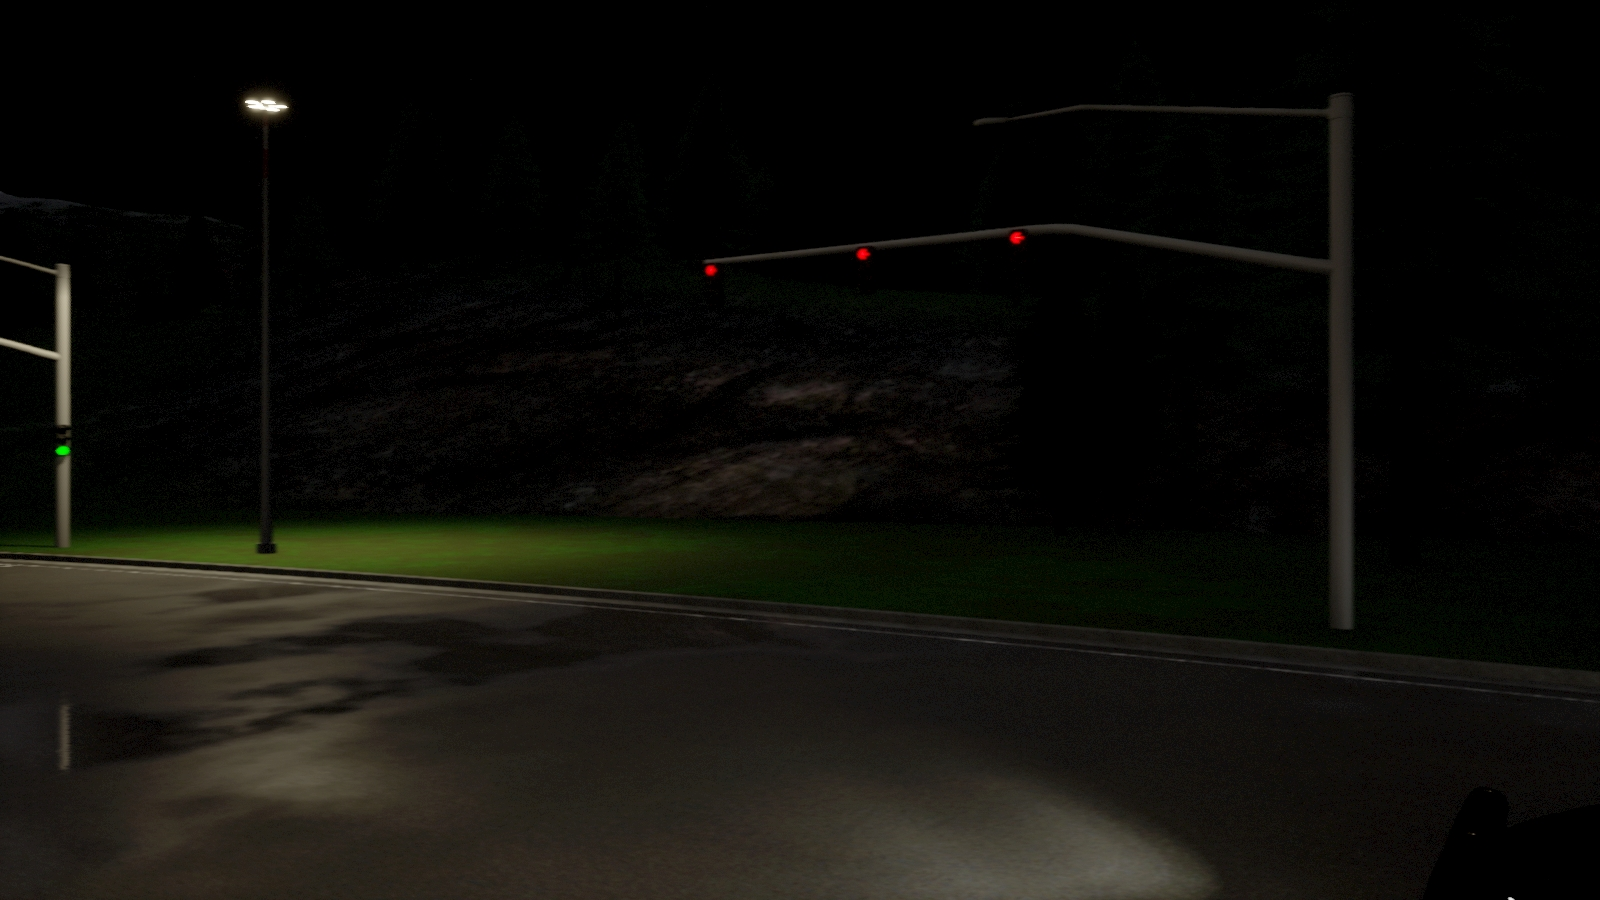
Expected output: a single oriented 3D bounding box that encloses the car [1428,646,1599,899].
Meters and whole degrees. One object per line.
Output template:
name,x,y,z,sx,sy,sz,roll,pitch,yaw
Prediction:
car,5.497,1.976,4.341,5.238,1.638,2.097,0,0,36
